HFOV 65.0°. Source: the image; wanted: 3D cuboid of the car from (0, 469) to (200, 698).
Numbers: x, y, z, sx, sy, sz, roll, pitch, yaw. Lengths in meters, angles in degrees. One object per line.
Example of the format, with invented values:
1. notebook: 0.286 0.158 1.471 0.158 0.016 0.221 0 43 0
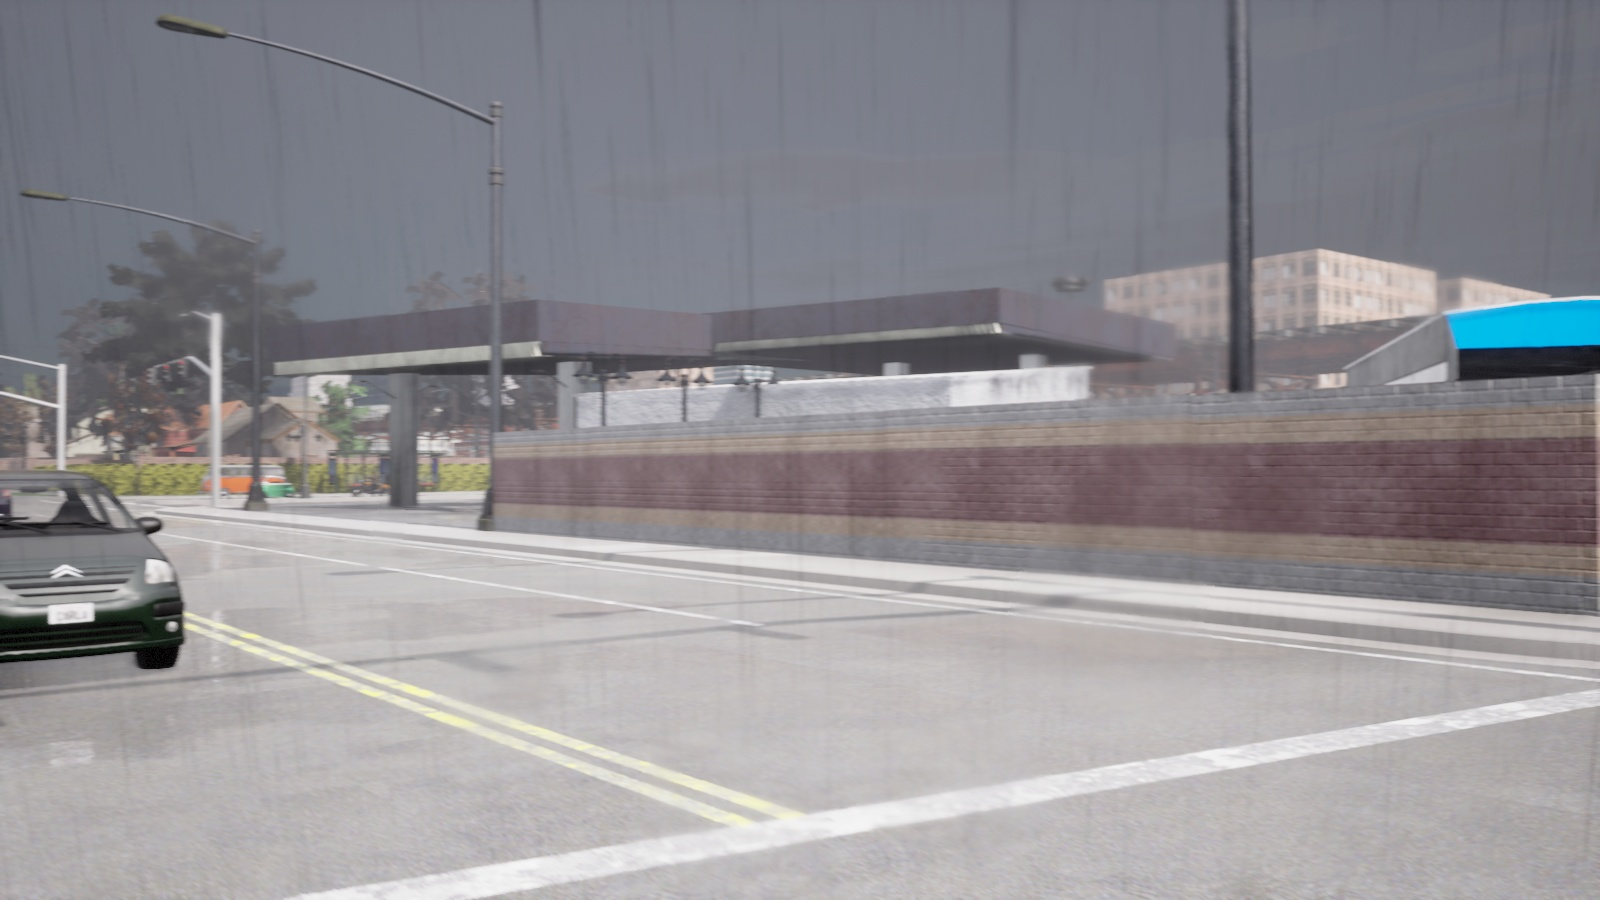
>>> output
1. car: -6.678 0.992 10.719 1.851 1.617 3.988 0 -1 -40

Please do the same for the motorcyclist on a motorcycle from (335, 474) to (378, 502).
1. motorcyclist on a motorcycle: -26.955 2.297 76.297 2.350 1.649 0.766 0 -1 -39

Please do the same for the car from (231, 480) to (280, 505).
1. car: -30.029 2.328 69.260 2.207 1.376 1.481 0 -1 -39

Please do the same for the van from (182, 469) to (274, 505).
1. van: -32.609 2.093 71.677 4.442 1.987 1.775 0 -1 -39
